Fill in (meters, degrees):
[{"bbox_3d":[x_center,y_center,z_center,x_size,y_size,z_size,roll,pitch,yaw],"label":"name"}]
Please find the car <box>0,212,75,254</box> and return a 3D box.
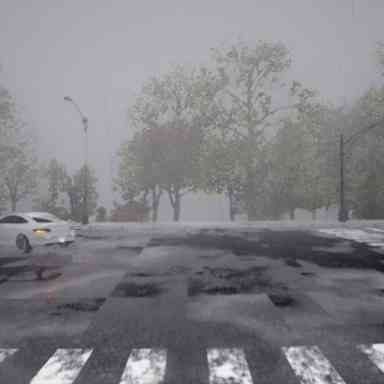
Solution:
[{"bbox_3d":[-6.644,1.517,13.329,4.674,1.442,1.812,-1,-1,33],"label":"car"}]
